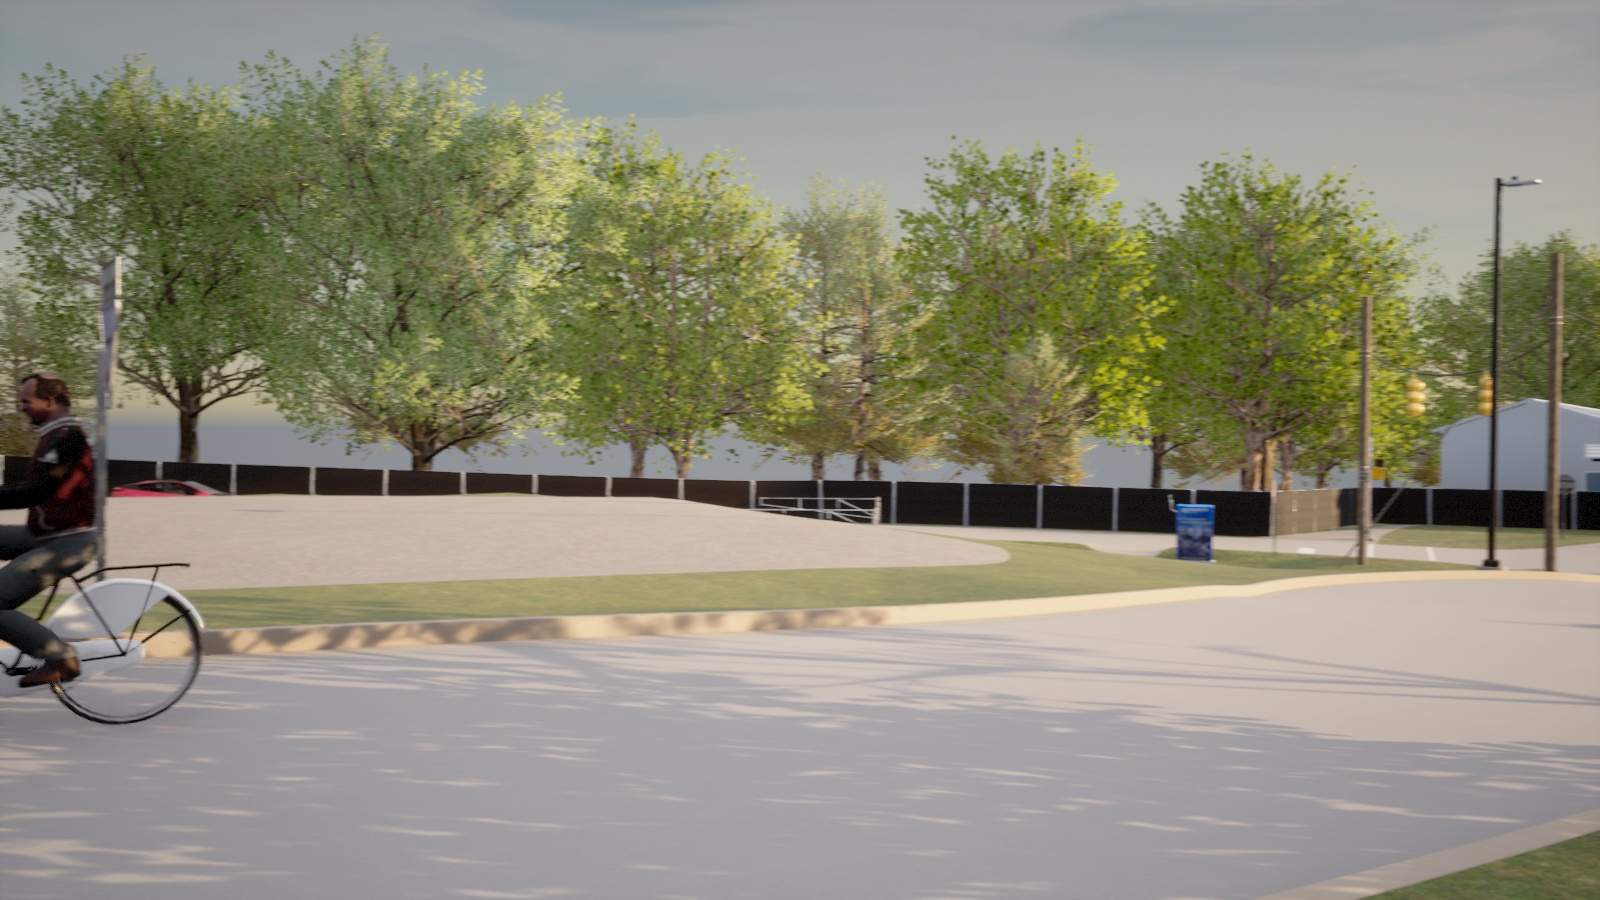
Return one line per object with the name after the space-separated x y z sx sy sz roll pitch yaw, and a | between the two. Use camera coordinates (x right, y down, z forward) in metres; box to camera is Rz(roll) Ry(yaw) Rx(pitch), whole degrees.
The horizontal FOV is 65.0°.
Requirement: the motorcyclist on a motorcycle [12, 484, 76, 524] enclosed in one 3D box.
-30.216 2.157 50.198 2.044 1.523 0.797 1 1 -9 | motorcyclist on a motorcycle

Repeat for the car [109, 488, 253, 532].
-23.443 2.269 47.729 4.514 1.525 2.007 1 1 -9 | car

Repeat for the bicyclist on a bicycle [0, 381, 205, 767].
-3.912 0.570 6.034 1.843 1.776 0.659 1 0 -28 | bicyclist on a bicycle
